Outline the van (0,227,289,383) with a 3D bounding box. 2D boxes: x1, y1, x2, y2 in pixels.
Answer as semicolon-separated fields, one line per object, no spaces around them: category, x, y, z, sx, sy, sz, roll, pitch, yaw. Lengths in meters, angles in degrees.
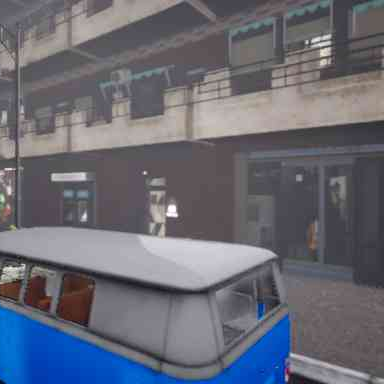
van;-0.993;1.349;3.569;3.998;1.788;1.690;0;1;36
